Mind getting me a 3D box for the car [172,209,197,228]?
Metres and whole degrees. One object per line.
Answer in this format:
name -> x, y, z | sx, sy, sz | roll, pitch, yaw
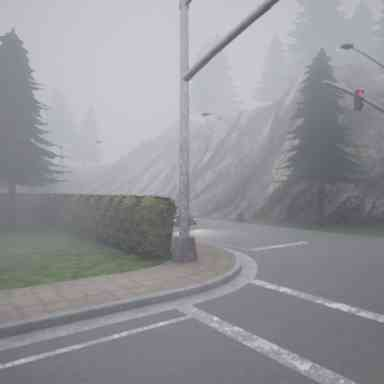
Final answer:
car -> -1.898, 1.540, 21.605 | 2.033, 1.411, 5.357 | 0, 0, -36
